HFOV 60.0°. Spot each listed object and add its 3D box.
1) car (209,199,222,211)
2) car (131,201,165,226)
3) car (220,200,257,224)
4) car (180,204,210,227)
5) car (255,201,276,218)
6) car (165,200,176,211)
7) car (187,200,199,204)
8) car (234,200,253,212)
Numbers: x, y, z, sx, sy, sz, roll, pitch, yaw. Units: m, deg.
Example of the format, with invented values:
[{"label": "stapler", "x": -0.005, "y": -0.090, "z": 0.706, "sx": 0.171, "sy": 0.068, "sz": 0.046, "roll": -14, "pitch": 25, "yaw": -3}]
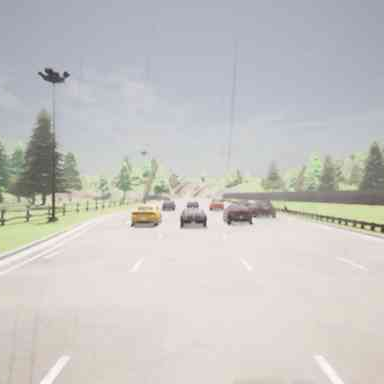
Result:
[{"label": "car", "x": 3.612, "y": 1.789, "z": 49.078, "sx": 2.097, "sy": 1.767, "sz": 4.553, "roll": 0, "pitch": -1, "yaw": 0}, {"label": "car", "x": -3.395, "y": 1.706, "z": 25.550, "sx": 1.882, "sy": 1.535, "sz": 5.008, "roll": 0, "pitch": 0, "yaw": 0}, {"label": "car", "x": 3.605, "y": 1.717, "z": 26.852, "sx": 1.882, "sy": 1.535, "sz": 5.008, "roll": 0, "pitch": 0, "yaw": 0}, {"label": "car", "x": 0.105, "y": 1.824, "z": 24.933, "sx": 1.895, "sy": 1.301, "sz": 4.718, "roll": 0, "pitch": 0, "yaw": 0}, {"label": "car", "x": 7.008, "y": 1.652, "z": 33.648, "sx": 2.097, "sy": 1.767, "sz": 4.553, "roll": 0, "pitch": -1, "yaw": 0}, {"label": "car", "x": -3.388, "y": 1.931, "z": 49.318, "sx": 2.128, "sy": 1.511, "sz": 4.902, "roll": 0, "pitch": -1, "yaw": 0}, {"label": "car", "x": 0.112, "y": 1.931, "z": 49.324, "sx": 2.128, "sy": 1.511, "sz": 4.902, "roll": 0, "pitch": -1, "yaw": 0}, {"label": "car", "x": 7.032, "y": 1.914, "z": 45.681, "sx": 1.837, "sy": 1.490, "sz": 4.892, "roll": 0, "pitch": 0, "yaw": 0}]
